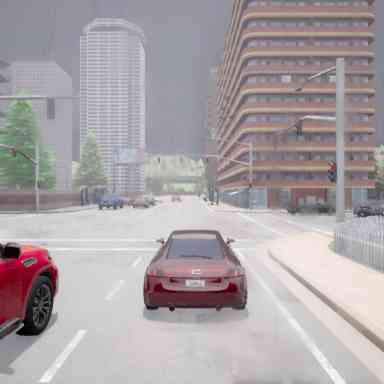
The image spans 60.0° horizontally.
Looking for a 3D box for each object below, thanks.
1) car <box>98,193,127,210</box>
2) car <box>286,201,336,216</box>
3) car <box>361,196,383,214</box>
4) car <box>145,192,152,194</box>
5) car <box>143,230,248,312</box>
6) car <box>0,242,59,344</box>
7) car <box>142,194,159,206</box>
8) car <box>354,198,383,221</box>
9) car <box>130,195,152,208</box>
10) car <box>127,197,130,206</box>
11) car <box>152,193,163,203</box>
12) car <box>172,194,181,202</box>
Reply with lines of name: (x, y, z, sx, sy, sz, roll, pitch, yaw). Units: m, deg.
car: (-10.641, 1.221, 44.086, 2.150, 2.045, 5.566, 0, 0, 2)
car: (11.376, 1.545, 31.393, 4.718, 1.301, 1.895, 0, 0, -13)
car: (19.815, 1.296, 34.249, 4.553, 1.767, 2.097, 0, 0, -27)
car: (-10.615, 1.219, 77.718, 2.150, 2.045, 5.566, 0, 0, 0)
car: (0.081, 1.564, 7.819, 1.994, 1.385, 4.181, 0, 0, 1)
car: (-3.437, 1.221, 3.539, 2.150, 2.045, 5.566, 0, 0, 0)
car: (-7.170, 1.526, 55.802, 1.812, 1.442, 4.674, 0, 0, 0)
car: (14.764, 1.436, 24.707, 4.902, 1.511, 2.128, 0, 0, -13)
car: (-7.151, 1.526, 46.945, 1.812, 1.442, 4.674, 0, 0, -2)
car: (-10.669, 1.526, 53.841, 1.812, 1.442, 4.674, 0, 0, 0)
car: (-7.108, 1.526, 68.228, 1.812, 1.442, 4.674, 0, 0, 0)
car: (-3.615, 1.355, 77.729, 2.097, 1.767, 4.553, 0, 0, 0)
